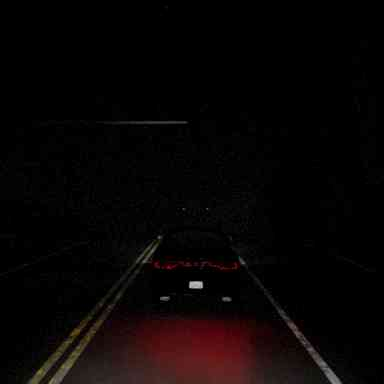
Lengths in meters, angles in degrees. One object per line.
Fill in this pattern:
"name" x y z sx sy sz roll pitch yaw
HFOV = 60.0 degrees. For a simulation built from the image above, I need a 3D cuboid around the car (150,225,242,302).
"car" 0.080 1.594 8.597 1.882 1.535 5.008 1 -1 0
